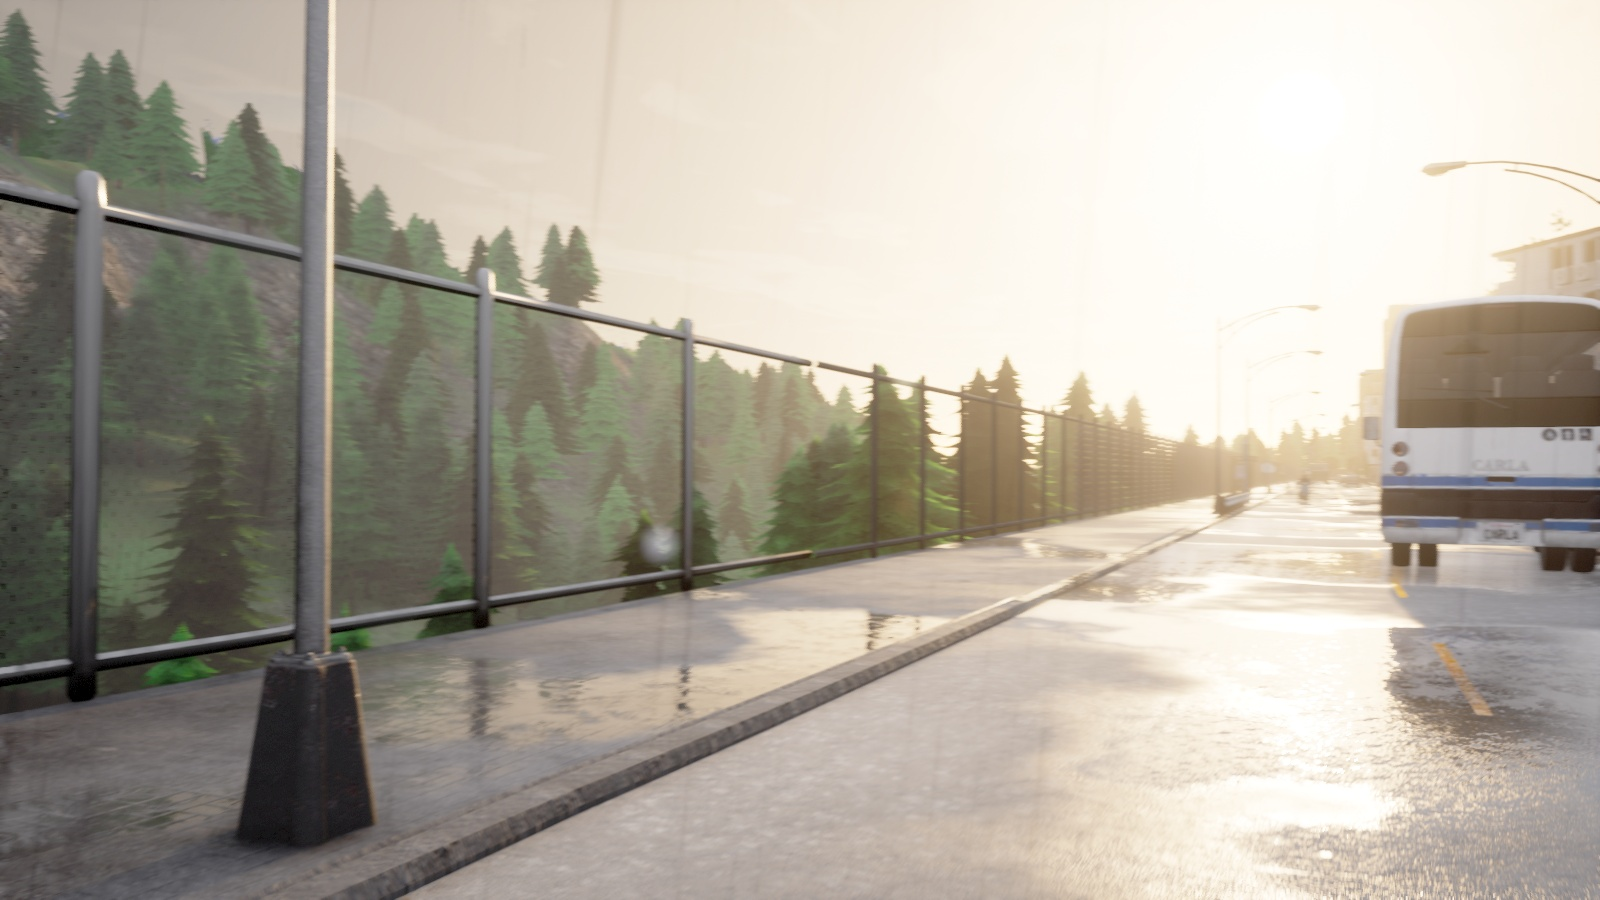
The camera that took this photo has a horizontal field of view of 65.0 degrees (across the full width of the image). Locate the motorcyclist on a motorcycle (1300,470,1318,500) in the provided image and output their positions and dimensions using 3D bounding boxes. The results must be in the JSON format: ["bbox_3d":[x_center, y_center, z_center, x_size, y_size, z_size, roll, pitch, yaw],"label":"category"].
[{"bbox_3d":[27.434,1.870,67.645,0.866,1.590,1.817,0,-1,23],"label":"motorcyclist on a motorcycle"}]

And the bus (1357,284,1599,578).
[{"bbox_3d":[12.704,-0.187,23.324,3.944,4.253,10.273,-1,-1,26],"label":"bus"}]
